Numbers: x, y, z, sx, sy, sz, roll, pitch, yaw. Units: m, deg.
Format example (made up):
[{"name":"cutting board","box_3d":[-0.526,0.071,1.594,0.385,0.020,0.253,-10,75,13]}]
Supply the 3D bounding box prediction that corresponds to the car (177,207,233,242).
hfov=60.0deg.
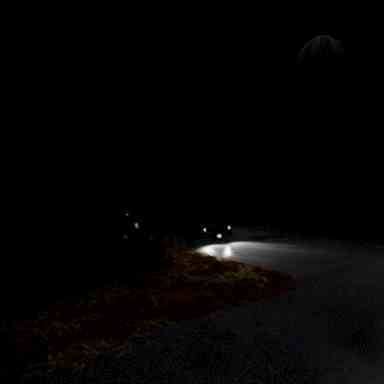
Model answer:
[{"name":"car","box_3d":[-0.420,1.469,16.170,2.033,1.411,5.357,1,0,-36]}]
